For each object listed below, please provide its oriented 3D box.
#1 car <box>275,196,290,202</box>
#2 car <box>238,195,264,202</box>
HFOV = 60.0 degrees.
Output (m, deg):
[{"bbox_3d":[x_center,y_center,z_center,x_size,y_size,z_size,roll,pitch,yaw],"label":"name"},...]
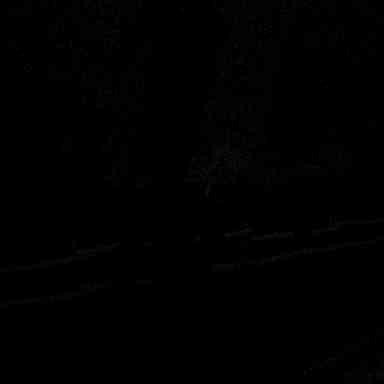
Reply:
[{"bbox_3d":[17.589,1.408,61.830,4.181,1.385,1.994,0,0,24],"label":"car"},{"bbox_3d":[11.010,1.365,61.284,4.892,1.490,1.837,0,0,17],"label":"car"}]
